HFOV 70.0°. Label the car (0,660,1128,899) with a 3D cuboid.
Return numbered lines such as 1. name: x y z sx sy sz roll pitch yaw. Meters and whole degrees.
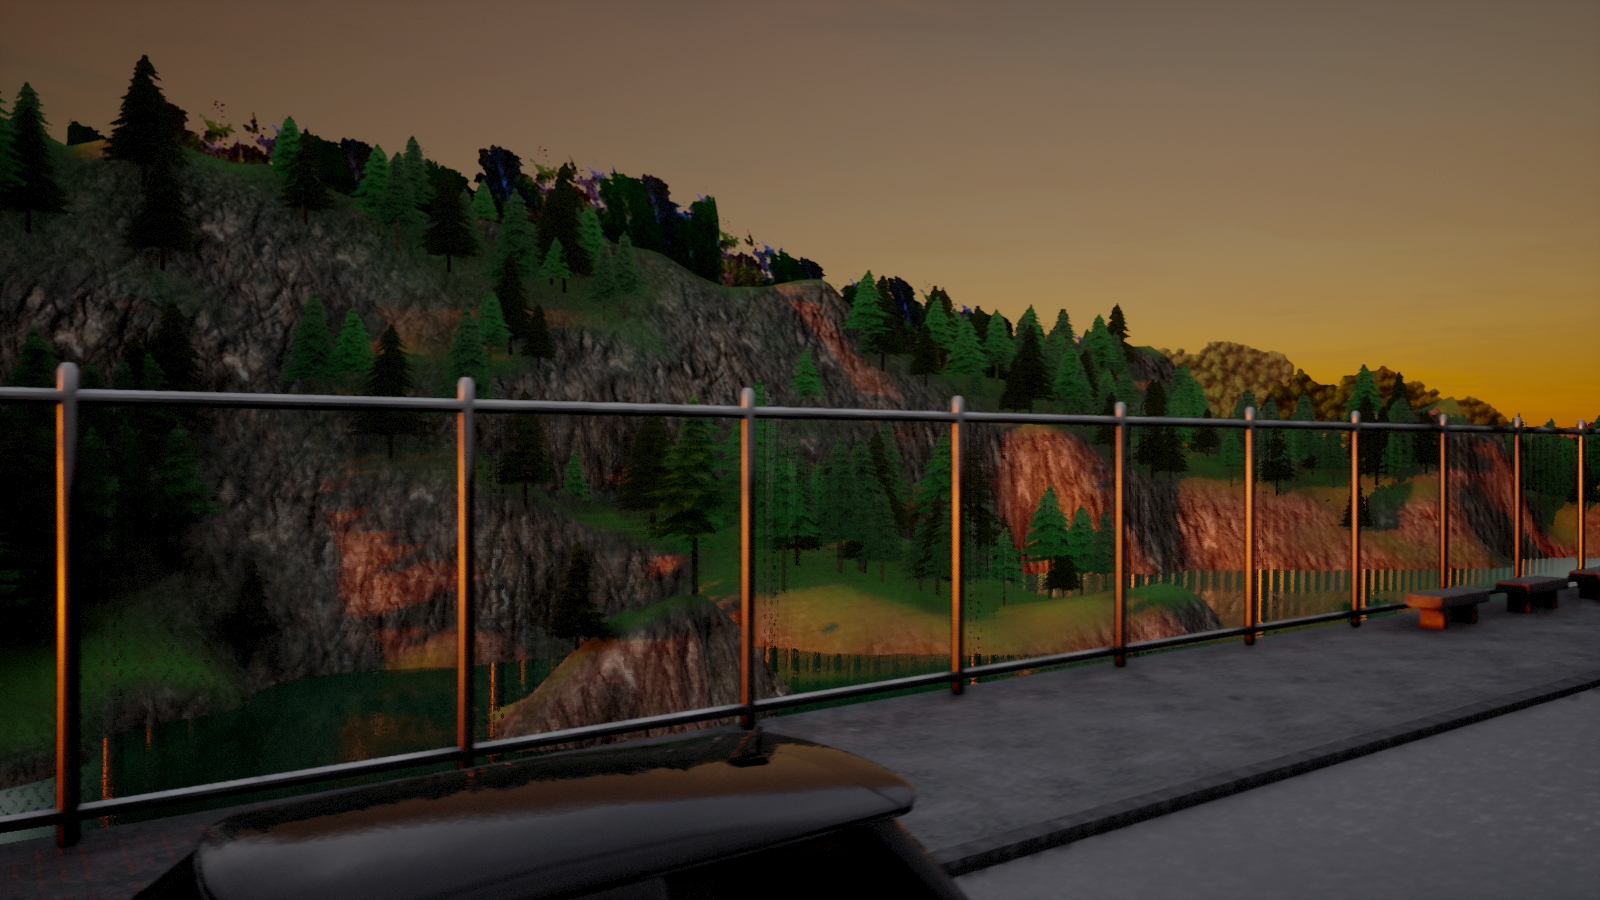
1. car: -1.355 1.906 3.377 4.553 1.767 2.097 0 0 -36
